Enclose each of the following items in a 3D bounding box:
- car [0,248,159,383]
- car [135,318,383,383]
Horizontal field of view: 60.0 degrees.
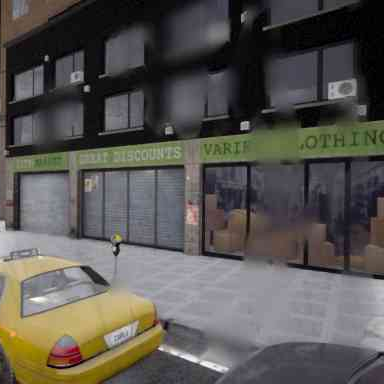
[{"bbox_3d":[-2.646,1.524,4.981,4.829,1.417,1.752,0,1,36],"label":"car"},{"bbox_3d":[2.036,1.551,1.633,4.403,1.369,2.008,0,1,36],"label":"car"}]
